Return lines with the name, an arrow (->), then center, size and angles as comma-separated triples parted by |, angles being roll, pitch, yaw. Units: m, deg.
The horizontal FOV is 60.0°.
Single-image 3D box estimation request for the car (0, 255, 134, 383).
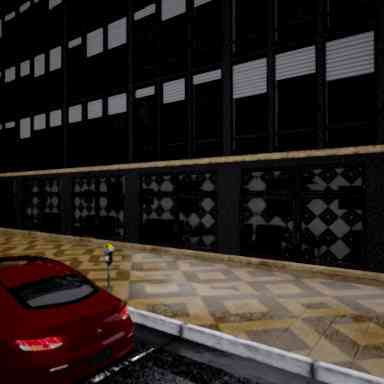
car -> -2.644, 1.581, 4.713 | 4.206, 1.307, 1.802 | 0, 0, 35
